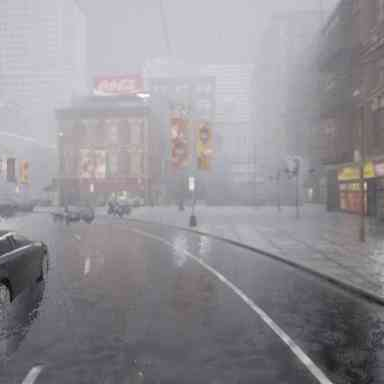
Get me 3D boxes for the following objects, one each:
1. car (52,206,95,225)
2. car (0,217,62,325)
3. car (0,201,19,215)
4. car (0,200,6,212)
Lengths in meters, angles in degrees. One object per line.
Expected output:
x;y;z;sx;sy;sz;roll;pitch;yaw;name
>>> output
-8.963;1.694;24.774;1.895;1.301;4.718;0;0;-37;car
-4.390;1.531;6.922;2.128;1.511;4.902;0;0;-10;car
-21.130;1.701;35.709;4.892;1.490;1.837;0;0;34;car
-26.014;1.757;42.052;4.674;1.452;2.002;0;0;24;car
